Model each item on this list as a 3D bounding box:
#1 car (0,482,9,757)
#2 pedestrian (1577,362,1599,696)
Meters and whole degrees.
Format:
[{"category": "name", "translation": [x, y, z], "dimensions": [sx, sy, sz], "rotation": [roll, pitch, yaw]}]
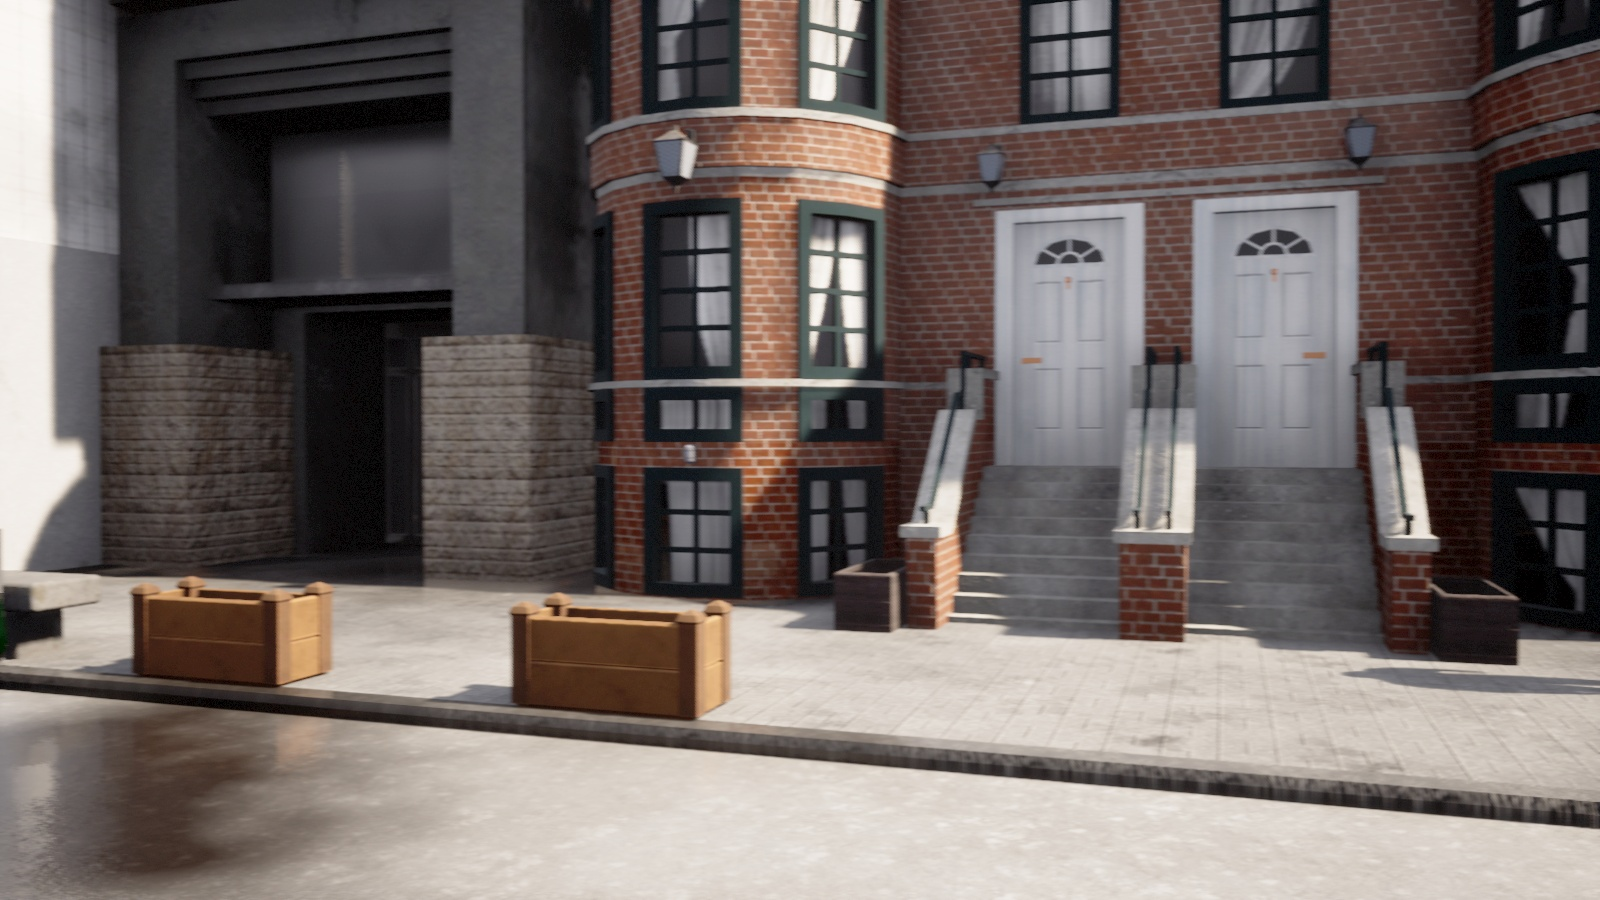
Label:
[{"category": "car", "translation": [-6.314, 0.792, 5.846], "dimensions": [4.718, 1.301, 1.895], "rotation": [1, 1, 19]}, {"category": "pedestrian", "translation": [4.922, 0.447, 6.979], "dimensions": [0.849, 1.883, 0.563], "rotation": [0, 1, 9]}]
